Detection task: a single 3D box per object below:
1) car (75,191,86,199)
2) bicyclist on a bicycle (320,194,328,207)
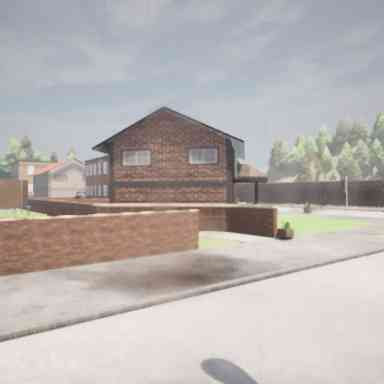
[{"bbox_3d":[-12.746,0.858,39.752,1.905,1.878,3.866,-1,0,-35],"label":"car"},{"bbox_3d":[16.022,1.015,40.474,1.656,1.620,0.582,-1,1,-36],"label":"bicyclist on a bicycle"}]
